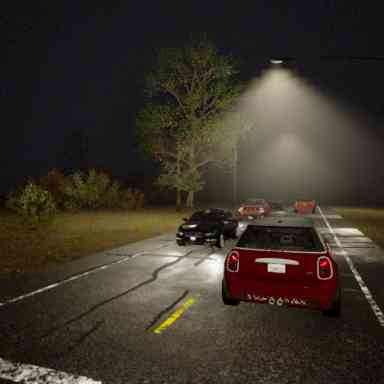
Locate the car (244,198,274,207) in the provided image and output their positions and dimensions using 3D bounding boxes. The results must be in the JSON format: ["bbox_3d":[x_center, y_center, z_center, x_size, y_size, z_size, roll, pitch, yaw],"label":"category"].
[{"bbox_3d":[5.084,1.357,26.808,2.097,1.767,4.553,0,0,20],"label":"car"}]

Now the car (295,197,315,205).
[{"bbox_3d":[12.683,1.360,37.363,2.097,1.767,4.553,0,0,20],"label":"car"}]

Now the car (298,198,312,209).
[{"bbox_3d":[15.881,1.538,46.584,1.812,1.442,4.674,0,0,19],"label":"car"}]

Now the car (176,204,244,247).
[{"bbox_3d":[0.841,1.508,14.825,1.837,1.490,4.892,0,0,19],"label":"car"}]

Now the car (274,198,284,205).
[{"bbox_3d":[10.515,1.490,41.911,1.882,1.535,5.008,0,0,20],"label":"car"}]

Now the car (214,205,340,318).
[{"bbox_3d":[2.187,1.353,7.826,2.097,1.767,4.553,0,0,19],"label":"car"}]
